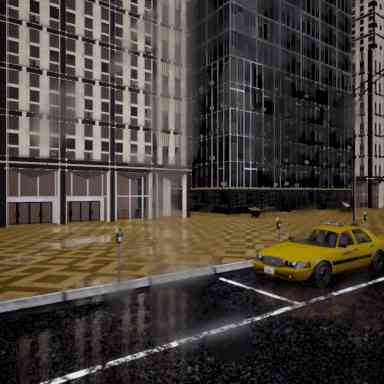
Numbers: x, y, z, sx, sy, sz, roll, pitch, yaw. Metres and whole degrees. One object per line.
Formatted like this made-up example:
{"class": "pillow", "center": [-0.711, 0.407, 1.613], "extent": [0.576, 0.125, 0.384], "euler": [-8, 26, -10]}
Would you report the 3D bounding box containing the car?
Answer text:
{"class": "car", "center": [3.784, 1.526, 9.246], "extent": [4.829, 1.417, 1.752], "euler": [0, 0, -35]}
